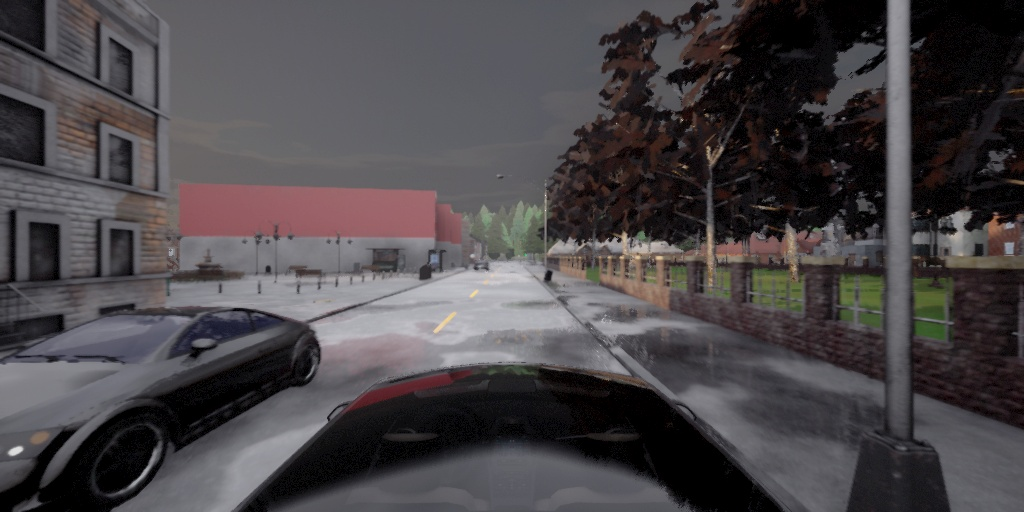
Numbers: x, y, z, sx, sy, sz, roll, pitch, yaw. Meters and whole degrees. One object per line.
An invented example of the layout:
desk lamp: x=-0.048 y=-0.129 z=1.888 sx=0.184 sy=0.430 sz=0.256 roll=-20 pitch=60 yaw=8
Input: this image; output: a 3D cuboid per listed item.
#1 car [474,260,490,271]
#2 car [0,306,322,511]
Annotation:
car: x=-4.011 y=1.247 z=47.999 sx=2.128 sy=1.511 sz=4.902 roll=0 pitch=0 yaw=1
car: x=-4.099 y=1.314 z=4.164 sx=1.994 sy=1.385 sz=4.181 roll=0 pitch=0 yaw=0
